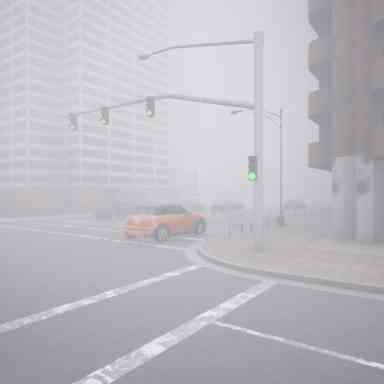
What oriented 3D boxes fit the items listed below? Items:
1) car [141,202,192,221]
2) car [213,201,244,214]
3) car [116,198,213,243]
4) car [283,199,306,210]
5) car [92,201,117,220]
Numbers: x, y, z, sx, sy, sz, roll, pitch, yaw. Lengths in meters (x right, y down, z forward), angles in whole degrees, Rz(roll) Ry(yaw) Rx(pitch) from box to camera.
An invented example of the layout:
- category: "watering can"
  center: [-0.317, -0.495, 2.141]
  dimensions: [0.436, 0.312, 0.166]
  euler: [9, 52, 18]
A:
- category: "car"
  center: [-2.049, 1.564, 27.876]
  dimensions: [1.994, 1.385, 4.181]
  euler: [0, 0, 35]
- category: "car"
  center: [3.822, 1.601, 36.212]
  dimensions: [1.895, 1.301, 4.718]
  euler: [0, 0, 35]
- category: "car"
  center: [-1.194, 1.352, 16.567]
  dimensions: [2.097, 1.767, 4.553]
  euler: [0, 0, 35]
- category: "car"
  center: [13.541, 1.564, 43.683]
  dimensions: [1.994, 1.385, 4.181]
  euler: [0, 0, 35]
- category: "car"
  center: [-6.159, 1.505, 28.115]
  dimensions: [1.837, 1.490, 4.892]
  euler: [0, 0, 35]
